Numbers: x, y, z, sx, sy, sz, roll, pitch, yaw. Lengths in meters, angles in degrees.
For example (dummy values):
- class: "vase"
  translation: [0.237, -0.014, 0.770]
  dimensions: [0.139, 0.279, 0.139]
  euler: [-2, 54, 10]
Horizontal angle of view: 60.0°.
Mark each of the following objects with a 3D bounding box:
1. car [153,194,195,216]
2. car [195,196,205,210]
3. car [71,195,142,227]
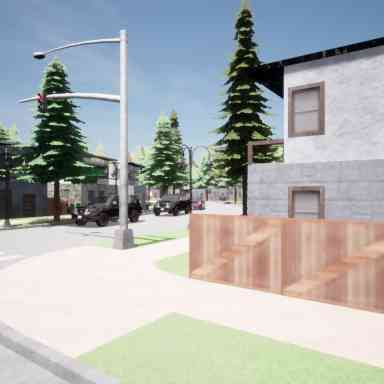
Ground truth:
- class: "car"
  translation: [-1.830, 1.202, 32.509]
  dimensions: [2.150, 2.045, 5.566]
  euler: [0, 0, 18]
- class: "car"
  translation: [0.419, 1.333, 42.111]
  dimensions: [2.097, 1.767, 4.553]
  euler: [0, 0, 9]
- class: "car"
  translation: [-5.715, 1.202, 23.130]
  dimensions: [2.150, 2.045, 5.566]
  euler: [0, 0, 27]
